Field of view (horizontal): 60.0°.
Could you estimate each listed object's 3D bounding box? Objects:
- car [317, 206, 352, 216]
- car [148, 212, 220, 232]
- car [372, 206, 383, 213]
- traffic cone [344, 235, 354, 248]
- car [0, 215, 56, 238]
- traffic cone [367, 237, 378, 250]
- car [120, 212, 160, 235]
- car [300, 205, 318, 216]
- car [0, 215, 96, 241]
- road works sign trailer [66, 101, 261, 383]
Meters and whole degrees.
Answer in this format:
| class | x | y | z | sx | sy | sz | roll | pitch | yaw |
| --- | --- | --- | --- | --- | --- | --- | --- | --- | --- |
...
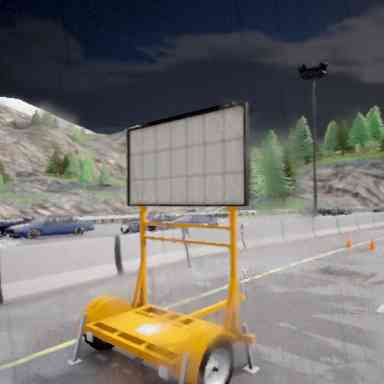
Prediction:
| class | x | y | z | sx | sy | sz | roll | pitch | yaw |
| --- | --- | --- | --- | --- | --- | --- | --- | --- | --- |
| car | 20.822 | 2.740 | 47.726 | 5.357 | 1.411 | 2.033 | 1 | -2 | -35 |
| car | -0.155 | 2.112 | 20.558 | 1.812 | 1.442 | 4.674 | -2 | -2 | 44 |
| car | 28.486 | 2.708 | 48.617 | 5.357 | 1.411 | 2.033 | 1 | -2 | -32 |
| traffic cone | 7.458 | 2.351 | 15.793 | 0.340 | 0.580 | 0.340 | -2 | -2 | 41 |
| car | -12.175 | 2.347 | 23.018 | 1.895 | 1.301 | 4.718 | -2 | -2 | 42 |
| traffic cone | 8.208 | 2.327 | 15.131 | 0.340 | 0.580 | 0.340 | -2 | -2 | 41 |
| car | -2.625 | 2.166 | 23.023 | 2.128 | 1.511 | 4.902 | -2 | -2 | 44 |
| car | 18.231 | 2.770 | 50.117 | 4.902 | 1.511 | 2.128 | 1 | -2 | -35 |
| car | -8.942 | 2.224 | 21.410 | 2.033 | 1.411 | 5.357 | -2 | -2 | 42 |
| road works sign trailer | -0.027 | 0.615 | 5.094 | 2.380 | 3.560 | 2.880 | -2 | -2 | 41 |
